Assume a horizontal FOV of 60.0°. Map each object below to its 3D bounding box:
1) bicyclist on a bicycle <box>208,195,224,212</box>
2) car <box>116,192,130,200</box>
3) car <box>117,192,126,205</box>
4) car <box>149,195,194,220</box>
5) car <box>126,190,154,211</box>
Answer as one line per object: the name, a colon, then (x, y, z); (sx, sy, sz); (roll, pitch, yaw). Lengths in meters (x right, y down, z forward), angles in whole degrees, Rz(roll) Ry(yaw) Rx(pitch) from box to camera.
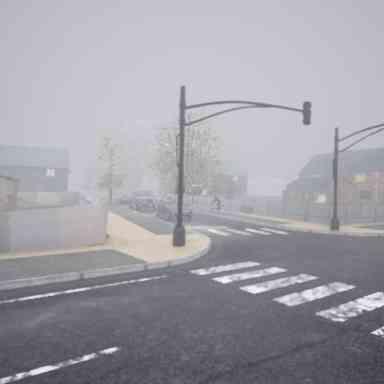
bicyclist on a bicycle: (2.316, 1.146, 31.729); (1.656, 1.620, 0.582); (1, 0, -21)
car: (-13.198, 0.747, 63.580); (1.837, 1.490, 4.892); (2, 0, -21)
car: (-8.844, 0.998, 44.395); (2.033, 1.411, 5.357); (2, 0, -21)
car: (-1.407, 1.241, 25.076); (2.128, 1.511, 4.902); (2, 0, -21)
car: (-5.005, 0.827, 34.425); (2.150, 2.045, 5.566); (2, 0, -21)
